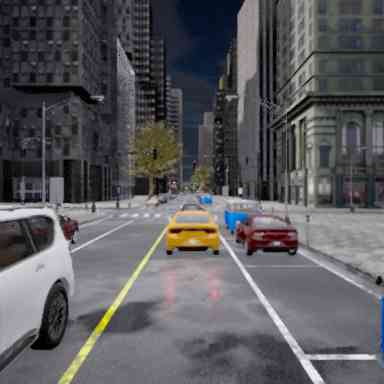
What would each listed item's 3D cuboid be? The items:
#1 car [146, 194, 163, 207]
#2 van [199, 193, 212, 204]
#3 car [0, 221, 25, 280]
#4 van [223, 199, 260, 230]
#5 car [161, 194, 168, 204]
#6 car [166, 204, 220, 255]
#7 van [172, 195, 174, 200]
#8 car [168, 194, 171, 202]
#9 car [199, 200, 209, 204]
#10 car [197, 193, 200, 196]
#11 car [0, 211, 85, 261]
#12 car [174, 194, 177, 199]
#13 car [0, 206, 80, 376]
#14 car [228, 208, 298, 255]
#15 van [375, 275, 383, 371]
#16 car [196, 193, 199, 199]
[{"bbox_3d":[-5.945,1.503,50.895,1.752,1.417,4.829,0,0,0],"label":"car"},{"bbox_3d":[2.566,1.303,56.494,1.690,1.788,3.998,0,0,0],"label":"van"},{"bbox_3d":[-5.796,1.547,7.447,1.887,1.381,4.507,0,0,0],"label":"car"},{"bbox_3d":[2.719,1.319,18.510,1.690,1.788,3.998,0,0,0],"label":"van"},{"bbox_3d":[-5.978,1.521,61.645,1.887,1.381,4.507,0,0,0],"label":"car"},{"bbox_3d":[0.038,1.464,13.343,1.882,1.535,5.008,0,0,0],"label":"car"},{"bbox_3d":[-6.056,1.321,82.801,1.690,1.788,3.998,0,0,0],"label":"van"},{"bbox_3d":[-5.997,1.291,66.934,2.192,1.841,5.009,0,0,0],"label":"car"},{"bbox_3d":[-0.022,1.543,23.764,1.994,1.385,4.181,0,0,0],"label":"car"},{"bbox_3d":[2.506,1.544,72.734,1.802,1.307,4.206,0,0,0],"label":"car"},{"bbox_3d":[-5.817,1.542,12.972,1.887,1.381,4.507,0,0,0],"label":"car"},{"bbox_3d":[-6.094,1.551,93.378,1.947,1.339,4.313,0,0,0],"label":"car"},{"bbox_3d":[-3.004,1.224,3.314,2.150,2.045,5.566,0,0,0],"label":"car"},{"bbox_3d":[2.738,1.527,12.985,1.887,1.381,4.507,0,0,0],"label":"car"},{"bbox_3d":[2.776,1.334,1.935,1.690,1.788,3.998,0,0,0],"label":"van"},{"bbox_3d":[2.486,1.514,78.147,2.008,1.369,4.403,0,0,0],"label":"car"}]
